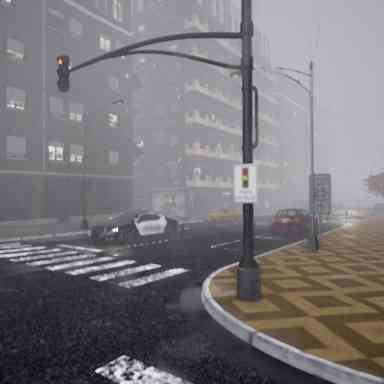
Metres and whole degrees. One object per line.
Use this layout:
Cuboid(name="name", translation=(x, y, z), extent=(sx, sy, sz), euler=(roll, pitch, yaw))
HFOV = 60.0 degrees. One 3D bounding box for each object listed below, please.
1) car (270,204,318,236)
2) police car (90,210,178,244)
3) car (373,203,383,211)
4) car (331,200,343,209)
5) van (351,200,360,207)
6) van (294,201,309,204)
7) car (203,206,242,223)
Cuboid(name="car", translation=(6.424, 1.743, 20.628), extent=(1.967, 1.590, 4.097), euler=(-2, -2, 35))
Cuboid(name="police car", translation=(-2.896, 1.732, 17.230), extent=(2.038, 1.542, 4.974), euler=(-1, -1, 35))
Cuboid(name="car", translation=(32.543, 2.576, 57.508), extent=(1.947, 1.339, 4.313), euler=(-2, -2, 35))
Cuboid(name="car", translation=(29.018, 2.484, 66.926), extent=(2.192, 1.841, 5.009), euler=(-2, -2, 35))
Cuboid(name="van", translation=(42.041, 2.865, 85.393), extent=(1.690, 1.788, 3.998), euler=(-2, -2, 35))
Cuboid(name="van", translation=(15.959, 2.156, 48.483), extent=(1.690, 1.788, 3.998), euler=(-2, -2, 35))
Cuboid(name="car", translation=(2.804, 1.984, 29.898), extent=(1.752, 1.417, 4.829), euler=(-2, -2, 35))
